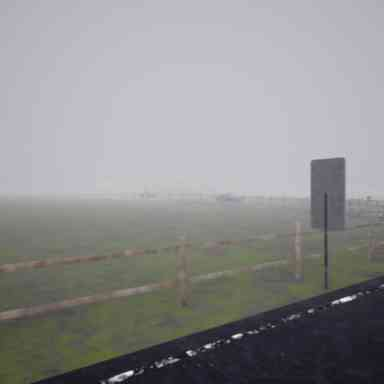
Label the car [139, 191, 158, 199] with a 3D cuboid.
[{"bbox_3d":[-7.887,0.557,60.485,1.994,1.385,4.181,0,1,-35],"label":"car"}]

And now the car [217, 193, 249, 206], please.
[{"bbox_3d":[5.132,0.886,42.079,2.128,1.511,4.902,0,1,-35],"label":"car"}]
